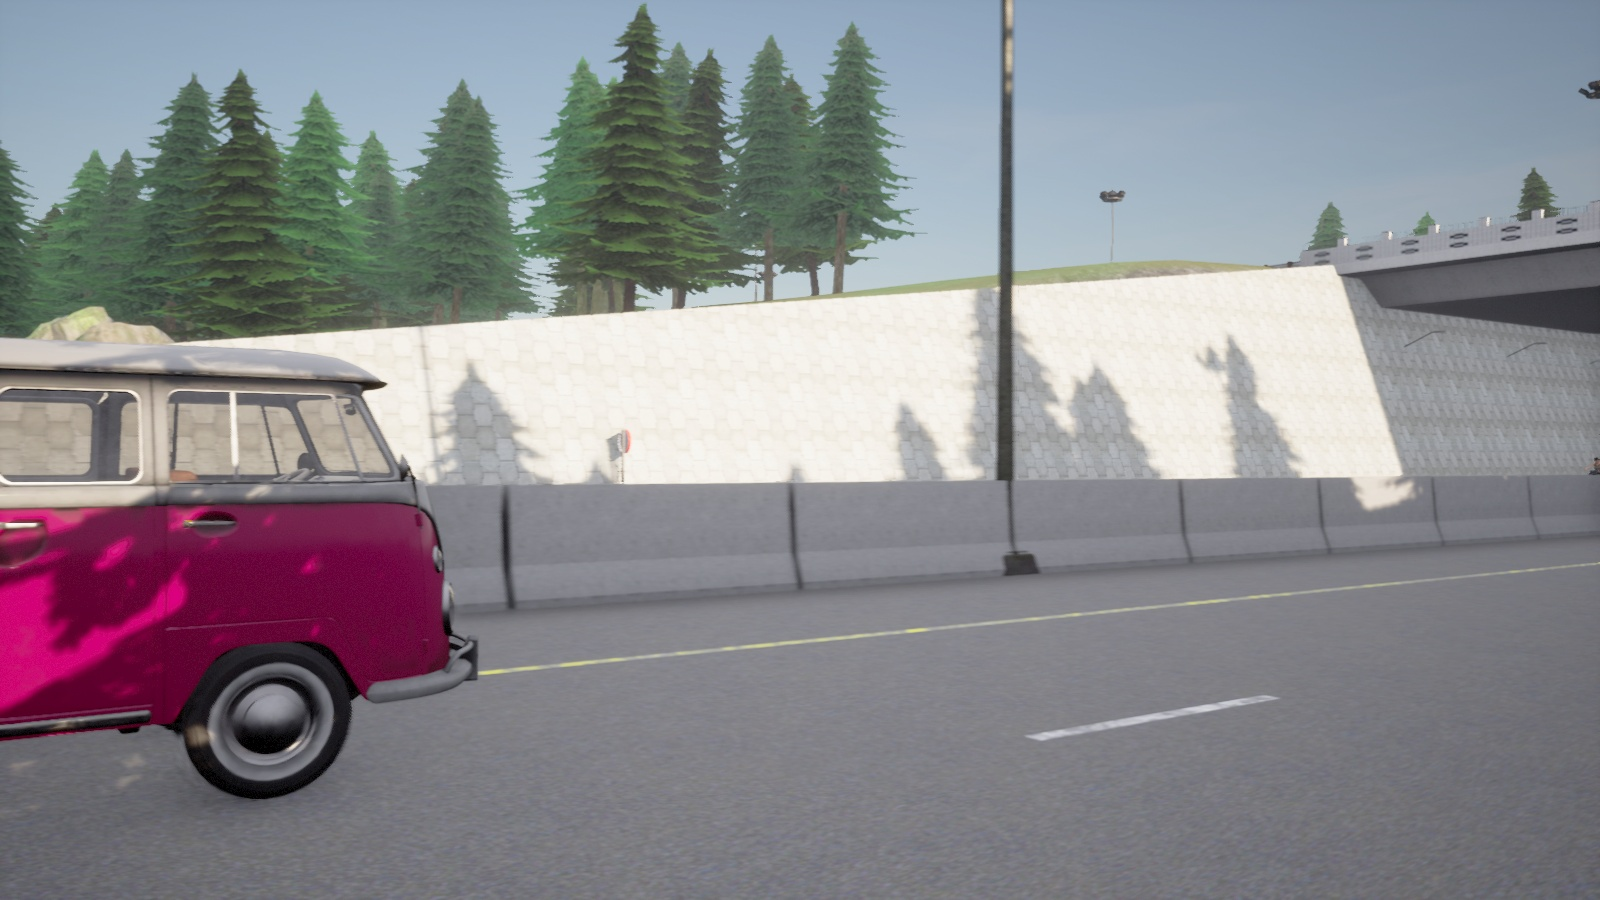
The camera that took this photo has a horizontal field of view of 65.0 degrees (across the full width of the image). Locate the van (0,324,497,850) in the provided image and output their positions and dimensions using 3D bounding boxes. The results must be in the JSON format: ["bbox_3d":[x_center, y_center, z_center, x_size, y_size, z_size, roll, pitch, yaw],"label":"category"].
[{"bbox_3d":[-3.745,0.519,5.317,4.442,1.987,1.775,0,0,-35],"label":"van"}]
